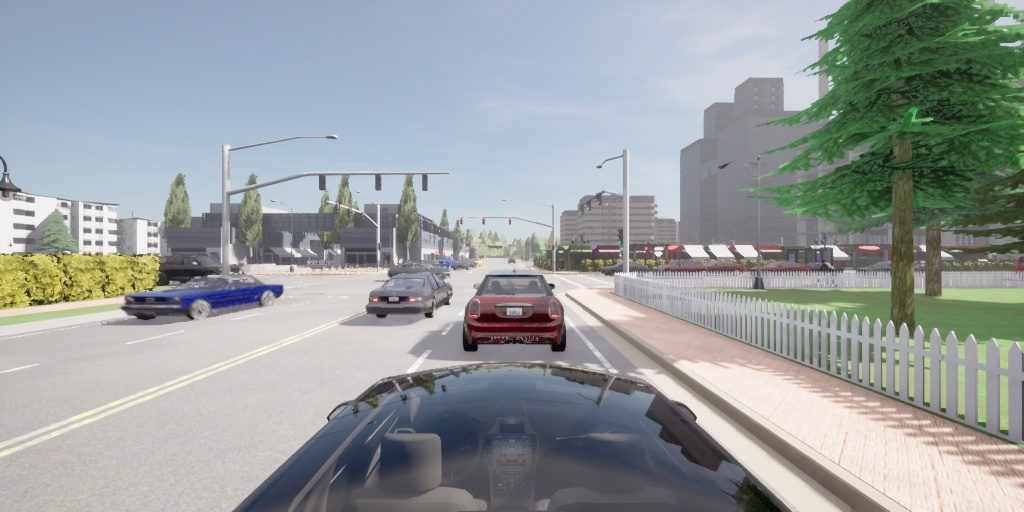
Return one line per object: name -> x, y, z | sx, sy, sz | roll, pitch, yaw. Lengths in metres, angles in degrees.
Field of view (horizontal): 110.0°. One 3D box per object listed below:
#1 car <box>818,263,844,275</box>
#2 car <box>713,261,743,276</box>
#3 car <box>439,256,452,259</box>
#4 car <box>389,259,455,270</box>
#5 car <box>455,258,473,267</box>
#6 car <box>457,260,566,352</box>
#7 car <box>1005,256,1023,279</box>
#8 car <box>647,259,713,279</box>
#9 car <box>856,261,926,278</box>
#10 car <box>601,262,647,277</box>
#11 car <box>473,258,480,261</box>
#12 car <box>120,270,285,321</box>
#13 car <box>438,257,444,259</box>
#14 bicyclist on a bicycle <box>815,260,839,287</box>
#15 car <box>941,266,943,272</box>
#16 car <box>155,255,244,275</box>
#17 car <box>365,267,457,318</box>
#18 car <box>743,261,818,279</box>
car -> 30.449, 1.351, 36.227 | 4.718, 1.301, 1.895 | 0, 0, -1
car -> 20.551, 1.227, 35.981 | 5.008, 1.535, 1.882 | 0, 0, -1
car -> -10.601, 0.971, 56.380 | 2.150, 2.045, 5.566 | 0, 0, 0
car -> -7.276, 1.241, 28.284 | 4.902, 1.511, 2.128 | 0, 0, 0
car -> -7.107, 1.314, 51.095 | 1.994, 1.385, 4.181 | 0, 0, 0
car -> 0.063, 1.102, 9.089 | 2.097, 1.767, 4.553 | 0, 0, 0
car -> 44.825, 0.971, 29.394 | 5.566, 2.045, 2.150 | 0, 0, -1
car -> 15.075, 1.102, 32.339 | 4.553, 1.767, 2.097 | 0, 0, -1
car -> 34.349, 1.255, 32.816 | 4.892, 1.490, 1.837 | 0, 0, -1
car -> 11.226, 1.276, 35.726 | 4.674, 1.442, 1.812 | 0, 0, -1
car -> -7.092, 1.297, 60.338 | 2.033, 1.411, 5.357 | 0, 0, 0
car -> -10.402, 1.351, 12.580 | 1.895, 1.301, 4.718 | 0, 0, 2
car -> -10.608, 1.255, 46.518 | 1.837, 1.490, 4.892 | 0, 0, 0
bicyclist on a bicycle -> 18.789, 1.052, 21.448 | 0.582, 1.620, 1.656 | 0, 0, -1
car -> 40.674, 1.241, 36.454 | 4.902, 1.511, 2.128 | 0, 0, -1
car -> -21.398, 0.971, 24.339 | 5.566, 2.045, 2.150 | 0, 0, -1
car -> -3.420, 1.297, 12.924 | 2.033, 1.411, 5.357 | 0, 0, 0
car -> 24.288, 1.228, 32.571 | 5.008, 1.535, 1.882 | 0, 0, -1
